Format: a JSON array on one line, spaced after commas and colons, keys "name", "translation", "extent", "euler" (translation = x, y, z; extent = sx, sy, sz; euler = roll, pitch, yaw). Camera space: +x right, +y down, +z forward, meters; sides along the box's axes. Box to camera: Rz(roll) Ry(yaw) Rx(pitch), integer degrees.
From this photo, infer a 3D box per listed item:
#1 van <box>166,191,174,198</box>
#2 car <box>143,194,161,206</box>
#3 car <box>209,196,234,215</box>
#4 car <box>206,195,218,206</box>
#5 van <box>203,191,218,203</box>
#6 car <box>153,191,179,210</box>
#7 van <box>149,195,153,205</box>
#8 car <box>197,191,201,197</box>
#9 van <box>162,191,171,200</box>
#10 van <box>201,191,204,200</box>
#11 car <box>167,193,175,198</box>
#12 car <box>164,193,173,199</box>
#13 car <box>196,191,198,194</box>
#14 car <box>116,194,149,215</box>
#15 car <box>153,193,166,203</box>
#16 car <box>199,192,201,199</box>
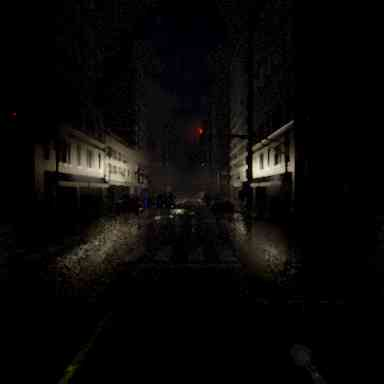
[{"name": "van", "translation": [-5.669, 0.710, 86.009], "extent": [1.690, 1.788, 3.998], "euler": [0, 0, 0]}, {"name": "car", "translation": [-5.669, 1.088, 47.501], "extent": [1.967, 1.590, 4.097], "euler": [0, 0, 0]}, {"name": "car", "translation": [2.857, 1.313, 30.998], "extent": [1.887, 1.381, 4.507], "euler": [0, 0, 0]}, {"name": "car", "translation": [2.857, 1.294, 36.500], "extent": [1.947, 1.339, 4.313], "euler": [0, 0, 0]}, {"name": "van", "translation": [2.856, 0.989, 47.500], "extent": [1.690, 1.788, 3.998], "euler": [0, 0, 0]}, {"name": "car", "translation": [-2.999, 1.043, 38.088], "extent": [2.150, 2.045, 5.566], "euler": [0, 2, 0]}, {"name": "van", "translation": [-5.669, 1.070, 36.498], "extent": [1.690, 1.788, 3.998], "euler": [0, 0, 0]}, {"name": "car", "translation": [2.857, 0.990, 80.509], "extent": [1.802, 1.307, 4.206], "euler": [0, 0, 0]}, {"name": "van", "translation": [-5.669, 0.789, 75.008], "extent": [1.690, 1.788, 3.998], "euler": [0, 0, 0]}, {"name": "van", "translation": [2.856, 0.909, 58.503], "extent": [1.690, 1.788, 3.998], "euler": [0, 0, 0]}, {"name": "car", "translation": [-5.669, 0.896, 91.512], "extent": [1.947, 1.339, 4.313], "euler": [0, 0, 0]}, {"name": "car", "translation": [-5.669, 0.959, 80.509], "extent": [2.008, 1.369, 4.403], "euler": [0, 0, 0]}, {"name": "car", "translation": [2.856, 0.683, 86.009], "extent": [2.192, 1.841, 5.009], "euler": [0, 0, 0]}, {"name": "car", "translation": [-5.669, 1.084, 30.997], "extent": [2.192, 1.841, 5.009], "euler": [0, 0, 0]}, {"name": "car", "translation": [-5.669, 1.008, 58.504], "extent": [1.967, 1.590, 4.097], "euler": [0, 0, 0]}, {"name": "car", "translation": [2.857, 1.069, 69.507], "extent": [1.802, 1.307, 4.206], "euler": [0, 0, 0]}]
